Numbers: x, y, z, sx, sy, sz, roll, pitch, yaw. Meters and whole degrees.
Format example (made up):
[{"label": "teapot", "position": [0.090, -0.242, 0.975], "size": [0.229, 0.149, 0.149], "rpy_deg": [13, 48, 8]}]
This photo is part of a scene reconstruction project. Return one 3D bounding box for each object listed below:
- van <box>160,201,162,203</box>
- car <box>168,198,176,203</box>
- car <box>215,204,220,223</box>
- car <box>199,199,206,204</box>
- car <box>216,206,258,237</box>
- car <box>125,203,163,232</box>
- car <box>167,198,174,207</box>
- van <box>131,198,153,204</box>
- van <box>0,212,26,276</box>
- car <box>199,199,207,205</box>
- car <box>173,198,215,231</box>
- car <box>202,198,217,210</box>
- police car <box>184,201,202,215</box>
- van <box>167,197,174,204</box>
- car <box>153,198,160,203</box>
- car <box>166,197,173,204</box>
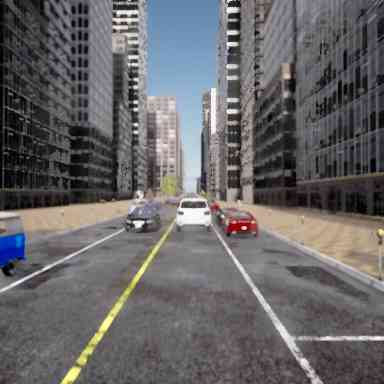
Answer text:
[{"label": "van", "position": [-5.676, 1.814, 47.761], "size": [1.690, 1.788, 3.998], "rpy_deg": [0, -1, 0]}, {"label": "car", "position": [-5.660, 2.451, 93.104], "size": [1.947, 1.339, 4.313], "rpy_deg": [0, 0, 0]}, {"label": "car", "position": [2.698, 1.820, 25.084], "size": [1.947, 1.339, 4.313], "rpy_deg": [0, -1, 0]}, {"label": "car", "position": [2.718, 2.417, 87.431], "size": [1.802, 1.307, 4.206], "rpy_deg": [0, 0, 0]}, {"label": "car", "position": [2.696, 1.742, 19.417], "size": [1.887, 1.381, 4.507], "rpy_deg": [0, -1, 0]}, {"label": "car", "position": [-3.092, 1.712, 21.656], "size": [2.128, 1.511, 4.902], "rpy_deg": [0, -1, 0]}, {"label": "car", "position": [-3.010, 2.205, 61.940], "size": [1.895, 1.301, 4.718], "rpy_deg": [0, -1, 1]}, {"label": "van", "position": [-5.679, 1.707, 36.426], "size": [1.690, 1.788, 3.998], "rpy_deg": [0, -1, 0]}, {"label": "van", "position": [-5.689, 1.425, 8.085], "size": [1.690, 1.788, 3.998], "rpy_deg": [0, -1, 0]}, {"label": "car", "position": [2.716, 2.328, 81.764], "size": [1.887, 1.381, 4.507], "rpy_deg": [0, -1, 0]}, {"label": "car", "position": [0.109, 1.451, 22.443], "size": [2.150, 2.045, 5.566], "rpy_deg": [0, 0, 0]}, {"label": "car", "position": [2.707, 1.840, 53.426], "size": [2.192, 1.841, 5.009], "rpy_deg": [0, -1, 0]}, {"label": "police car", "position": [0.115, 1.923, 41.764], "size": [2.038, 1.542, 4.974], "rpy_deg": [0, 0, 0]}, {"label": "van", "position": [-5.663, 2.177, 87.437], "size": [1.690, 1.788, 3.998], "rpy_deg": [0, -1, 0]}, {"label": "car", "position": [-5.677, 1.734, 42.093], "size": [2.192, 1.841, 5.009], "rpy_deg": [0, -1, 0]}, {"label": "car", "position": [-5.664, 2.350, 81.767], "size": [1.947, 1.339, 4.313], "rpy_deg": [0, -1, 0]}]
